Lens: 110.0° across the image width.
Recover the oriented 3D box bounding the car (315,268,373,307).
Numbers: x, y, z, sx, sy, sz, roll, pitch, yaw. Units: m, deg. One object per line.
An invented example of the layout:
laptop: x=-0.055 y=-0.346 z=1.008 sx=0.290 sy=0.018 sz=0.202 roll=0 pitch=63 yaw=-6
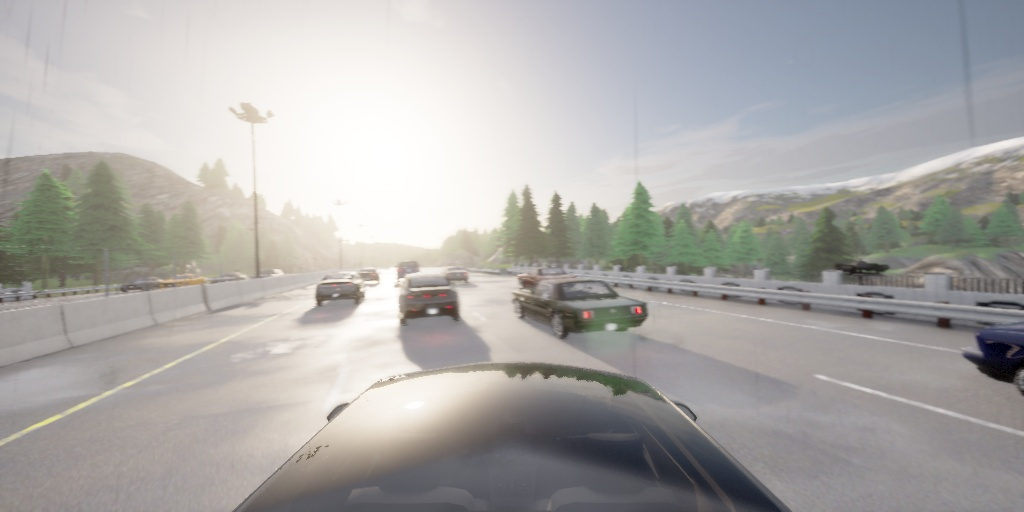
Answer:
car: x=-8.327 y=1.527 z=17.723 sx=2.128 sy=1.511 sz=4.902 roll=-2 pitch=0 yaw=-18

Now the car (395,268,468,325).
car: x=-2.976 y=1.335 z=12.425 sx=1.837 sy=1.490 sz=4.892 roll=-2 pitch=0 yaw=-18

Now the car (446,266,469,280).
car: x=-4.883 y=1.559 z=30.017 sx=2.033 sy=1.411 sz=5.357 roll=-2 pitch=-1 yaw=-18

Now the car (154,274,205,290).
car: x=-32.454 y=2.554 z=35.577 sx=1.882 sy=1.535 sz=5.008 roll=-2 pitch=-1 yaw=-17

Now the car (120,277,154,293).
car: x=-35.995 y=2.767 z=35.199 sx=1.994 sy=1.385 sz=4.181 roll=-2 pitch=-1 yaw=-17

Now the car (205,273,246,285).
car: x=-29.329 y=2.488 z=37.323 sx=1.837 sy=1.490 sz=4.892 roll=-2 pitch=-1 yaw=-17

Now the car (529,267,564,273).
car: x=1.846 y=1.292 z=20.375 sx=1.895 sy=1.301 sz=4.718 roll=-2 pitch=0 yaw=-18

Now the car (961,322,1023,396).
car: x=7.421 y=1.107 z=2.807 sx=1.895 sy=1.301 sz=4.718 roll=-2 pitch=0 yaw=-18

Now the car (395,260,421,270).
car: x=-10.017 y=1.465 z=34.603 sx=2.150 sy=2.045 sz=5.566 roll=-2 pitch=-1 yaw=-18

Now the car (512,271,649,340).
car: x=1.491 y=1.280 z=9.925 sx=1.895 sy=1.301 sz=4.718 roll=-2 pitch=0 yaw=-18

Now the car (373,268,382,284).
car: x=-13.580 y=1.877 z=34.296 sx=1.837 sy=1.490 sz=4.892 roll=-2 pitch=-1 yaw=-18

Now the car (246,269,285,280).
car: x=-26.004 y=2.217 z=38.390 sx=2.097 sy=1.767 sz=4.553 roll=-2 pitch=0 yaw=-17
